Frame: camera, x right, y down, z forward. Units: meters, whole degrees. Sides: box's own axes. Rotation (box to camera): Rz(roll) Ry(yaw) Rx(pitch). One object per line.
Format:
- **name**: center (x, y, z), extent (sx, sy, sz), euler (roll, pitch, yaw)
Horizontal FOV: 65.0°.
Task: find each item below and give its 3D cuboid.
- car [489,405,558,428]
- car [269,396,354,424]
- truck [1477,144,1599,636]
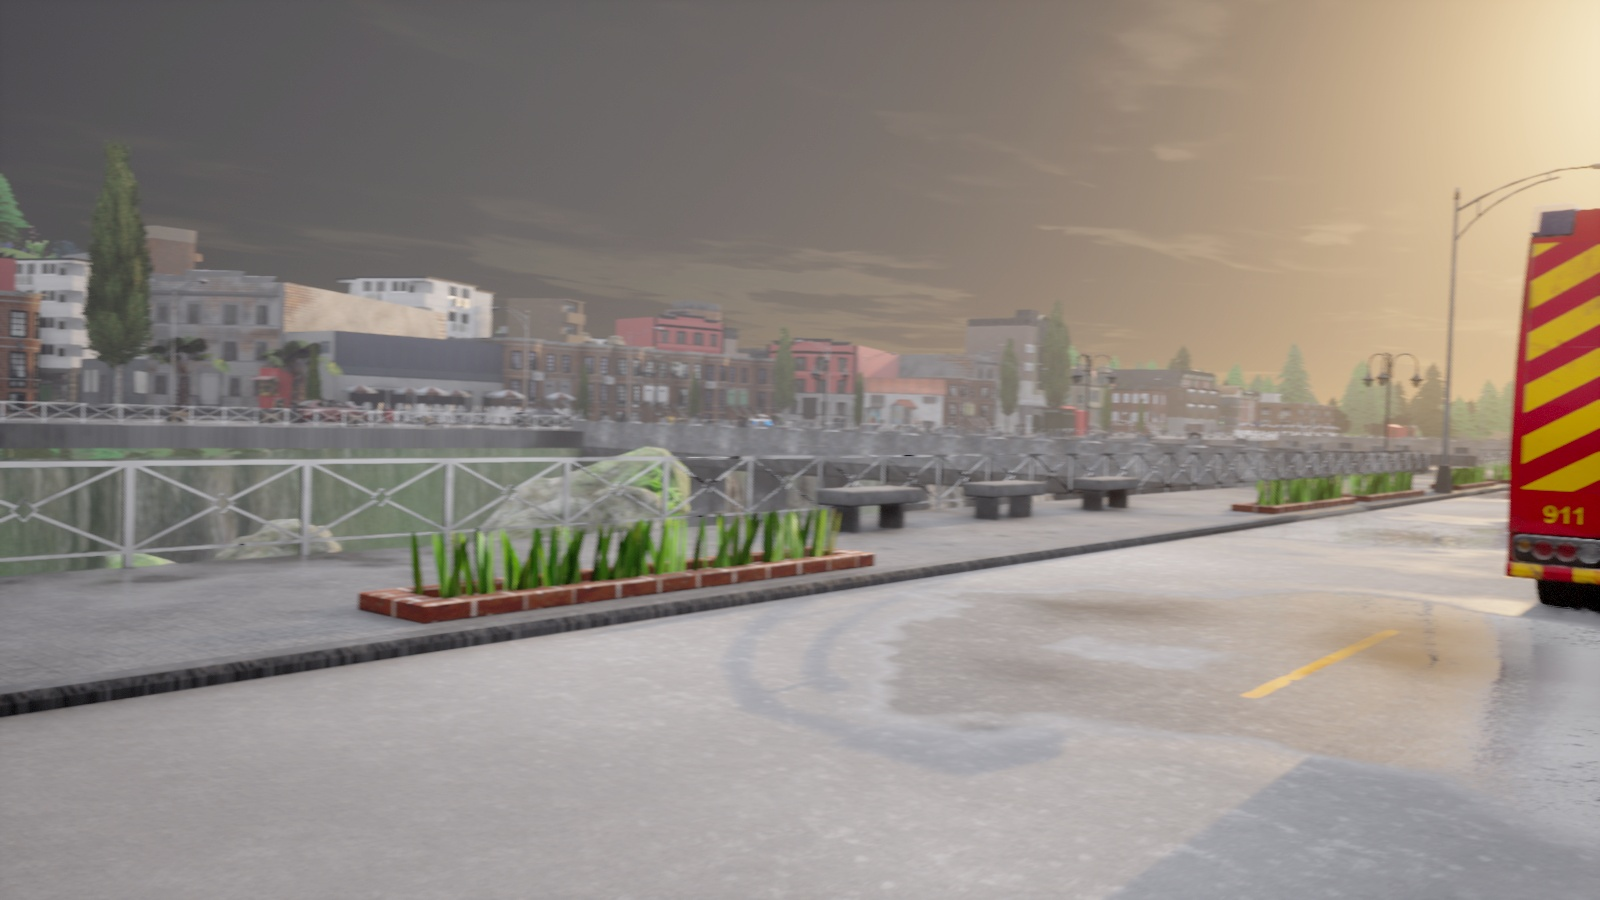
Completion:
- **car**: center (-18.502, -2.252, 84.262), extent (1.994, 1.385, 4.181), euler (3, 2, 37)
- **car**: center (-27.953, -2.286, 71.944), extent (1.816, 1.474, 4.193), euler (3, 2, 37)
- **truck**: center (9.343, -0.439, 12.710), extent (2.891, 3.827, 8.468), euler (3, 2, 37)
